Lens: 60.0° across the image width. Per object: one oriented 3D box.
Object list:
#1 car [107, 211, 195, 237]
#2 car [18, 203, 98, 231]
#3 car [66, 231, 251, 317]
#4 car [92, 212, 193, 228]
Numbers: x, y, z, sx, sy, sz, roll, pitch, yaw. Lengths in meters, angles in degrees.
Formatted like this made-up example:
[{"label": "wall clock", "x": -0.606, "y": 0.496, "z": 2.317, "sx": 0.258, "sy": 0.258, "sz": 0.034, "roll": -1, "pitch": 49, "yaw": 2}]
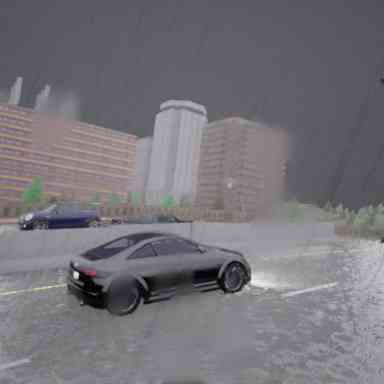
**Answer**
[{"label": "car", "x": -2.342, "y": 1.808, "z": 19.420, "sx": 4.718, "sy": 1.301, "sz": 1.895, "roll": 3, "pitch": -2, "yaw": -35}, {"label": "car", "x": -7.813, "y": 1.421, "z": 19.860, "sx": 4.553, "sy": 1.767, "sz": 2.097, "roll": 1, "pitch": -1, "yaw": -35}, {"label": "car", "x": -0.617, "y": 1.607, "z": 7.605, "sx": 4.181, "sy": 1.385, "sz": 1.994, "roll": 1, "pitch": -1, "yaw": -36}, {"label": "car", "x": -1.879, "y": 1.736, "z": 15.471, "sx": 4.718, "sy": 1.301, "sz": 1.895, "roll": 2, "pitch": -1, "yaw": -35}]
